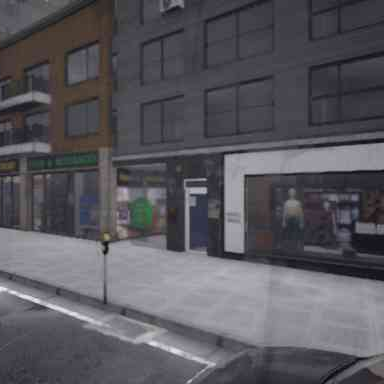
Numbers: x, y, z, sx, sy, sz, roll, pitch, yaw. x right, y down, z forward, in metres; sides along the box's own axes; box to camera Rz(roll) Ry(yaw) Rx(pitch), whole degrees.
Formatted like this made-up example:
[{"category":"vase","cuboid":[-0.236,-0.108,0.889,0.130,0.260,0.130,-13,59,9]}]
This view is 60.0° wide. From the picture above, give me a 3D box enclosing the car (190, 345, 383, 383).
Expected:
[{"category":"car","cuboid":[1.813,1.556,1.570,4.403,1.369,2.008,1,0,36]}]
